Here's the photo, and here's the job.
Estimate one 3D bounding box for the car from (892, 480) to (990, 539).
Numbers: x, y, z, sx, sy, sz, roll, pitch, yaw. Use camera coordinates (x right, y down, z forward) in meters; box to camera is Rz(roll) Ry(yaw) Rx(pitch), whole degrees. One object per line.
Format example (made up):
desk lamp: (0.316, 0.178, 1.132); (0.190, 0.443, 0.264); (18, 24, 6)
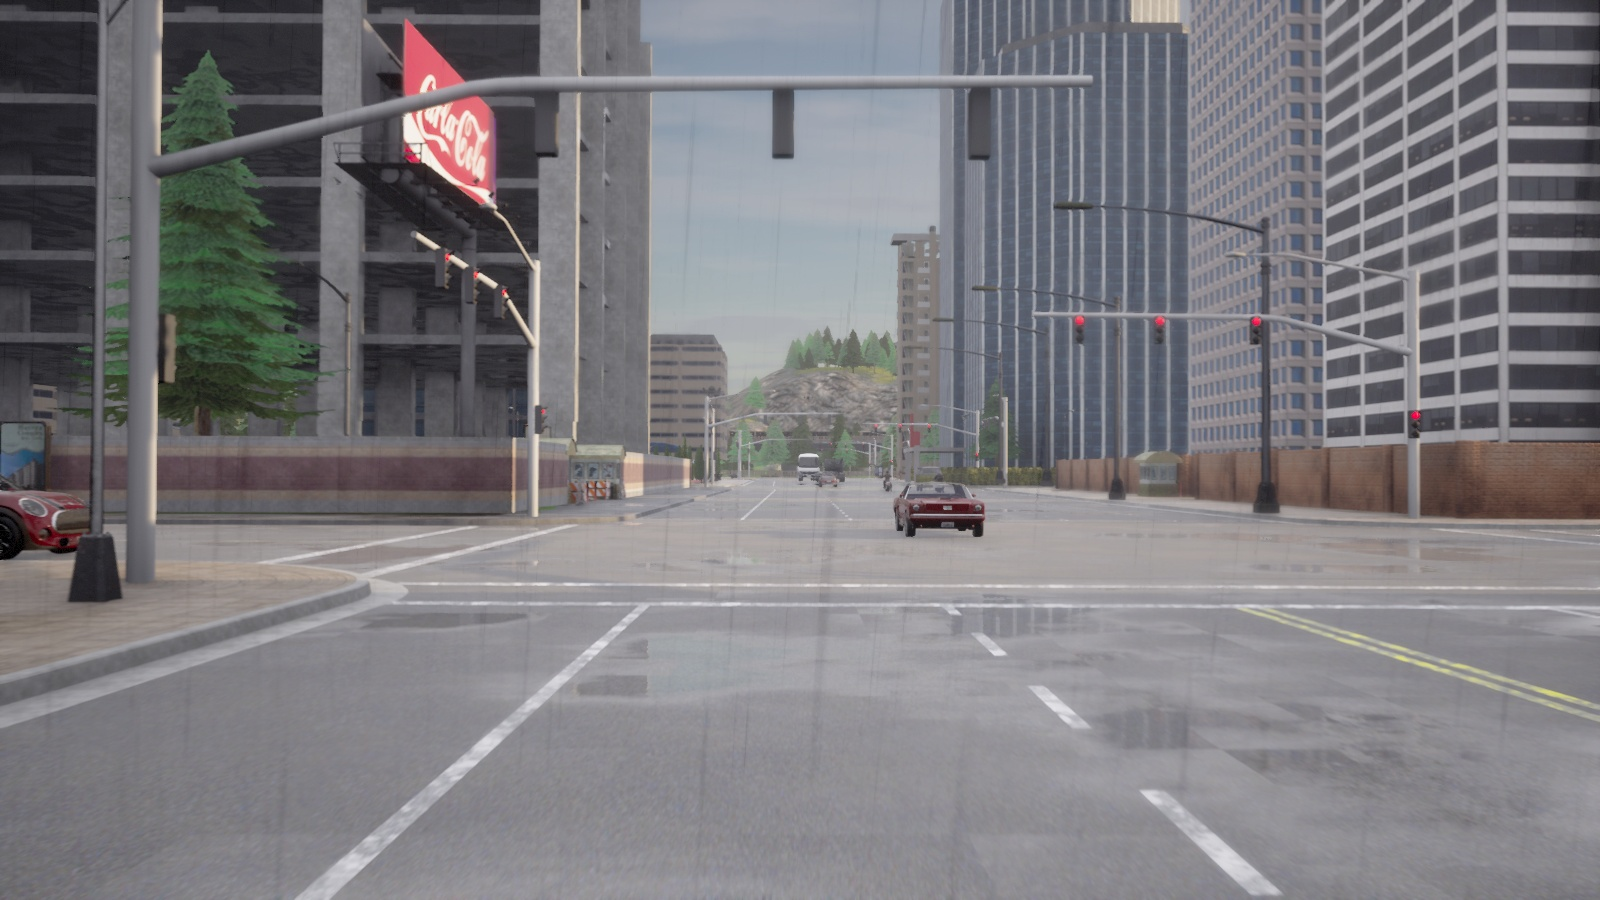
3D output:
car: (3.427, 1.426, 31.320); (1.895, 1.301, 4.718); (0, -1, 0)

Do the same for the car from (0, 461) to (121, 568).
car: (-14.724, 1.100, 21.956); (4.553, 1.767, 2.097); (0, -1, 0)
